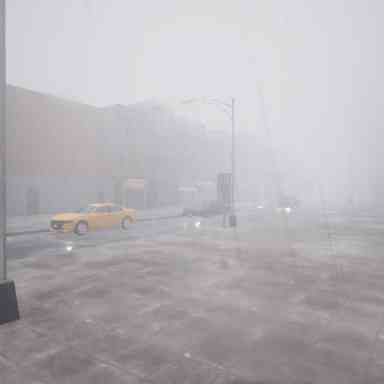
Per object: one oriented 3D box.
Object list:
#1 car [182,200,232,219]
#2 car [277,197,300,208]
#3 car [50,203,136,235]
[{"bbox_3d":[1.404,1.380,27.876,2.033,1.411,5.357,0,0,36],"label":"car"},{"bbox_3d":[12.783,1.316,43.921,1.994,1.385,4.181,0,0,36],"label":"car"},{"bbox_3d":[-5.287,1.381,18.376,1.882,1.535,5.008,0,1,35],"label":"car"}]
